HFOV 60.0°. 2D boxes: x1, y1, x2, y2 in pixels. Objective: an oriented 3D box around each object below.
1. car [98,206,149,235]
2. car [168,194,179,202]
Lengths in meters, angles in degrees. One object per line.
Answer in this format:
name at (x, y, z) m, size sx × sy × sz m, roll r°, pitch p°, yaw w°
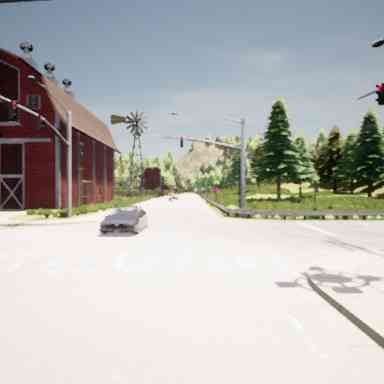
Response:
car at (-3.507, 1.453, 18.127) m, size 2.033 × 1.411 × 5.357 m, roll 0°, pitch 0°, yaw 0°
car at (-3.487, 1.067, 63.779) m, size 1.895 × 1.301 × 4.718 m, roll 0°, pitch 0°, yaw 0°
